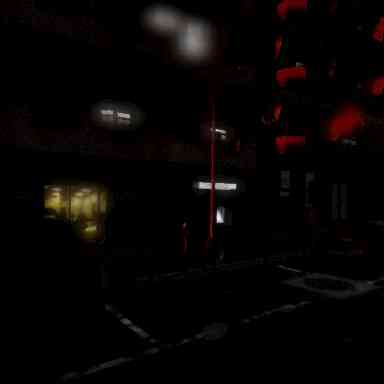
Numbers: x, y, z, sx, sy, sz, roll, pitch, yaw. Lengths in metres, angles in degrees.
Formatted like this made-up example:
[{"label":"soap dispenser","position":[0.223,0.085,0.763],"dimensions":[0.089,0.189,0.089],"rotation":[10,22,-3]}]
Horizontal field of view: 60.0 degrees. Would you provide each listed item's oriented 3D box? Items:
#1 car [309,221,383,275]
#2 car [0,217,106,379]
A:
[{"label":"car","position":[5.466,1.584,10.441],"dimensions":[4.206,1.307,1.802],"rotation":[0,1,-35]},{"label":"car","position":[-3.563,1.314,3.994],"dimensions":[5.009,1.841,2.192],"rotation":[0,1,-35]}]
